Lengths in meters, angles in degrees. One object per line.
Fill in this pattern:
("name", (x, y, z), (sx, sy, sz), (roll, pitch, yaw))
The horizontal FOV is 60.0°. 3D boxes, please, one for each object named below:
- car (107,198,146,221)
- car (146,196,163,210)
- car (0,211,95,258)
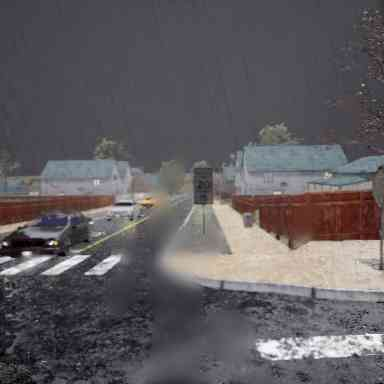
("car", (-4.990, 1.330, 25.057), (1.812, 1.442, 4.674), (-1, 0, 2))
("car", (-4.481, 1.191, 37.646), (1.882, 1.535, 5.008), (-1, 0, 2))
("car", (-5.114, 1.448, 12.661), (2.033, 1.411, 5.357), (-1, 0, -3))
